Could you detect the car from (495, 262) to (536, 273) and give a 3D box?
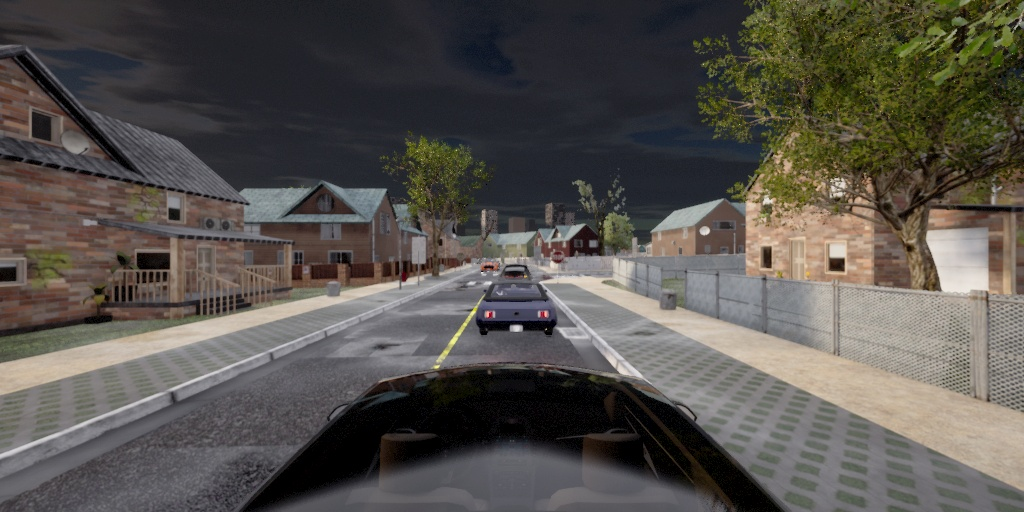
[{"bbox_3d":[0.315,1.255,21.741,1.837,1.490,4.892,0,0,5],"label":"car"}]

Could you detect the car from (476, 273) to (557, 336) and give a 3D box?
[{"bbox_3d":[0.101,1.352,10.347,1.895,1.301,4.718,0,0,0],"label":"car"}]

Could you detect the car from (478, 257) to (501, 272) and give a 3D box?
[{"bbox_3d":[-2.840,1.081,45.993,2.097,1.767,4.553,0,0,0],"label":"car"}]
